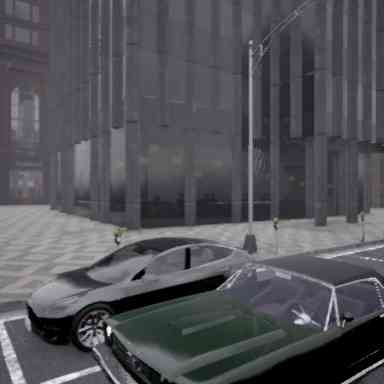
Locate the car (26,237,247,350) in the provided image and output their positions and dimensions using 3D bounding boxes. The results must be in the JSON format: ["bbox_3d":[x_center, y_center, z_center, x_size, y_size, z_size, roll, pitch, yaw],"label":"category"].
[{"bbox_3d":[-0.648,1.571,6.185,4.313,1.339,1.947,0,0,-35],"label":"car"}]

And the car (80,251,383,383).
[{"bbox_3d":[1.262,1.607,4.276,4.718,1.301,1.895,0,0,-36],"label":"car"}]
